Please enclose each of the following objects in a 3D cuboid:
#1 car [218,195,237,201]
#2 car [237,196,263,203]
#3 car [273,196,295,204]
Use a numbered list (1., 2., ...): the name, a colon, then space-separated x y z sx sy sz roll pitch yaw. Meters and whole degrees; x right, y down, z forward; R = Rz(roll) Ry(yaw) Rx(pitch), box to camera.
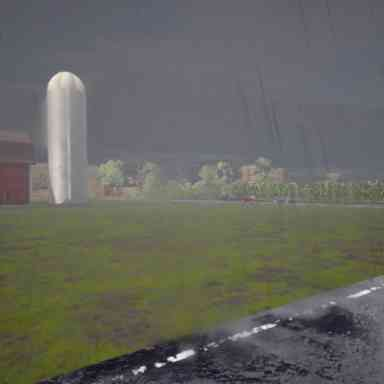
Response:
1. car: 8.209 1.351 76.374 2.033 1.411 5.357 -1 1 -36
2. car: 11.896 1.464 66.698 1.882 1.535 5.008 -1 1 -36
3. car: 17.574 1.485 63.602 1.994 1.385 4.181 -1 1 -36
